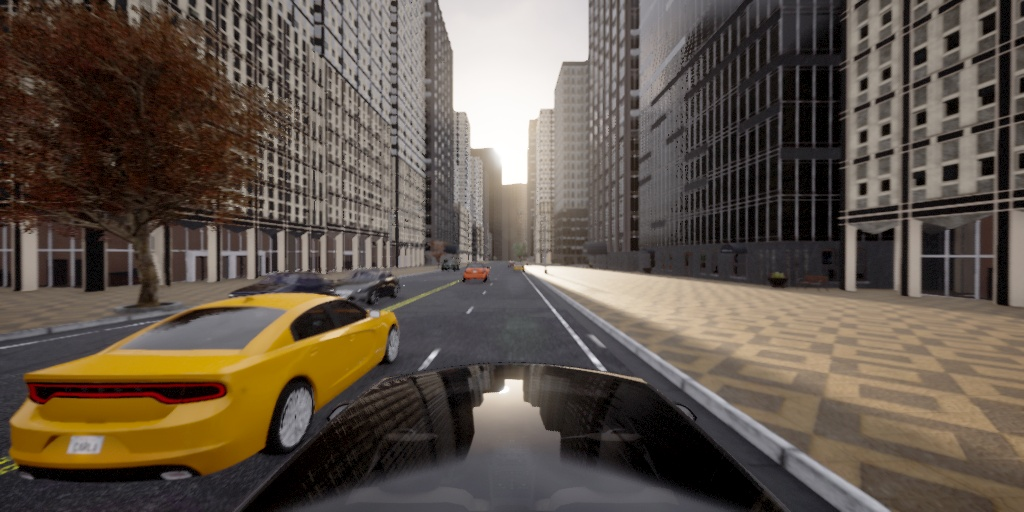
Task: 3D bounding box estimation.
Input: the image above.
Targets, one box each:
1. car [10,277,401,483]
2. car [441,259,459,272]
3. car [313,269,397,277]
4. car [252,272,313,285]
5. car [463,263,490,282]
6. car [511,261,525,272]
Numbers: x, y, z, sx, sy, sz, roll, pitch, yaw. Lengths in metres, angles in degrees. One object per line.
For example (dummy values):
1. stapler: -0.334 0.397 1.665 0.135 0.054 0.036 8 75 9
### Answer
1. car: -3.155 1.258 5.132 1.882 1.535 5.008 0 0 0
2. car: -9.795 1.462 57.140 2.150 2.045 5.566 0 -1 1
3. car: -6.600 1.373 16.457 2.128 1.511 4.902 0 -1 0
4. car: -9.852 1.425 15.997 2.033 1.411 5.357 0 -1 0
5. car: -3.152 1.378 32.704 2.097 1.767 4.553 0 -1 0
6. car: 1.135 1.706 57.768 1.801 1.575 5.366 0 -1 0
